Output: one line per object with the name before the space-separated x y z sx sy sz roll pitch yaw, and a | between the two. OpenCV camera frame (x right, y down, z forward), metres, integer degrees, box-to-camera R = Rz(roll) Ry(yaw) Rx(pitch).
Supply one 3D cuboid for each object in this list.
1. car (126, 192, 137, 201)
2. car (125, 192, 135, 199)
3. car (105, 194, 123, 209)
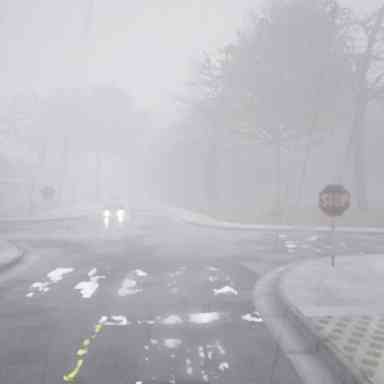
car | -11.222 0.867 62.046 2.128 1.511 4.902 0 0 -12
car | -13.462 0.747 72.254 1.895 1.301 4.718 0 0 -12
car | -8.490 1.155 36.327 1.895 1.301 4.718 0 1 -12
